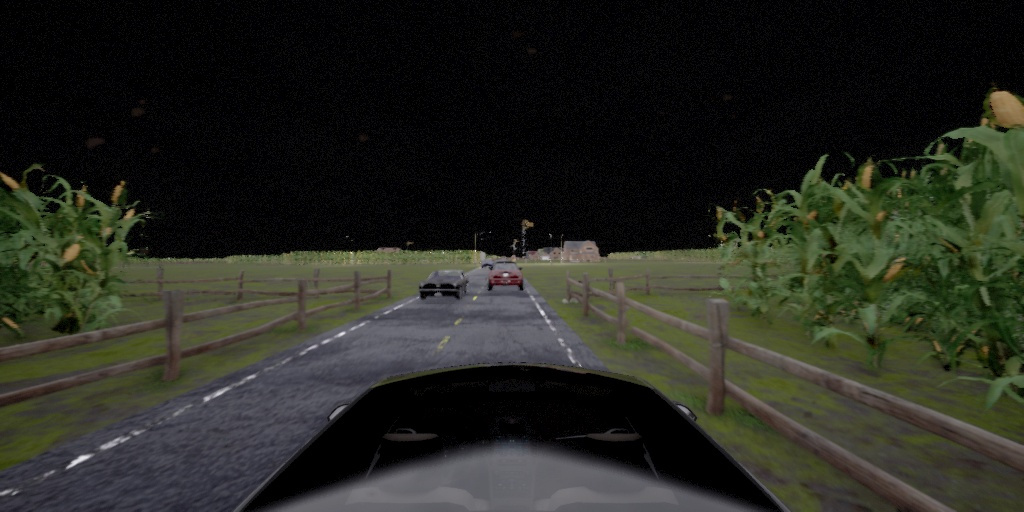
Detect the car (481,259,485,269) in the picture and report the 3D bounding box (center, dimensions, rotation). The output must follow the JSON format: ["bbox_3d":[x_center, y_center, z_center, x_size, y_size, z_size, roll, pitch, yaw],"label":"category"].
[{"bbox_3d":[-4.058,1.182,59.963,2.097,1.767,4.553,0,0,-1],"label":"car"}]

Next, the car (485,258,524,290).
[{"bbox_3d":[-0.403,1.120,22.764,2.097,1.767,4.553,0,0,-1],"label":"car"}]

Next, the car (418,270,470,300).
[{"bbox_3d":[-3.252,1.360,17.796,1.895,1.301,4.718,0,0,-1],"label":"car"}]
